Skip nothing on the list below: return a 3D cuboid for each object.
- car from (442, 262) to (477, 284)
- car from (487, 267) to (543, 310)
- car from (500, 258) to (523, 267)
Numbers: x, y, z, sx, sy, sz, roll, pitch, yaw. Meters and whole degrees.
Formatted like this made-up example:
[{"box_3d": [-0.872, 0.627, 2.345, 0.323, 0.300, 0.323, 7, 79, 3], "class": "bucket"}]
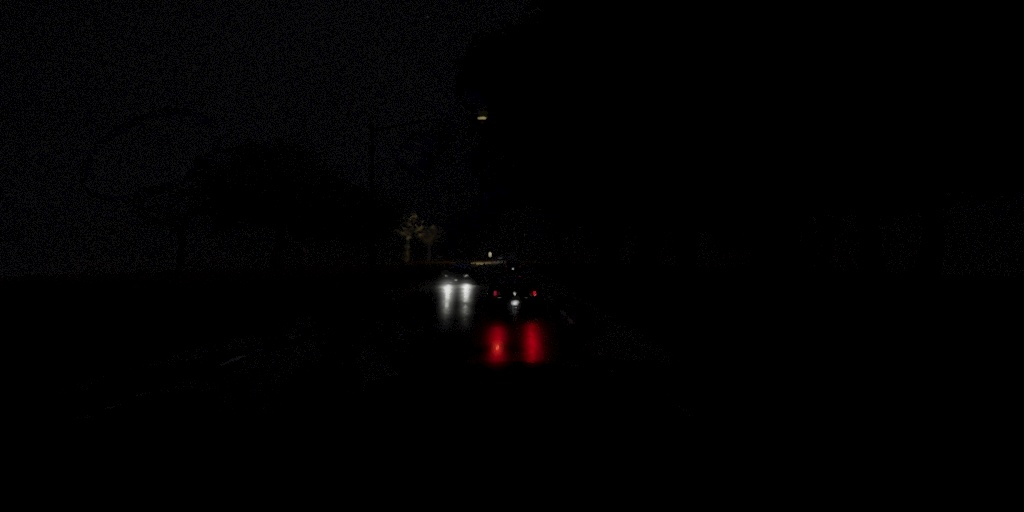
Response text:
[{"box_3d": [-3.599, 1.154, 25.627, 2.033, 1.411, 5.357, 0, 0, 0], "class": "car"}, {"box_3d": [0.102, 1.269, 14.189, 1.895, 1.301, 4.718, 0, 0, 0], "class": "car"}, {"box_3d": [0.090, 1.131, 35.068, 1.994, 1.385, 4.181, 0, 0, 0], "class": "car"}]
